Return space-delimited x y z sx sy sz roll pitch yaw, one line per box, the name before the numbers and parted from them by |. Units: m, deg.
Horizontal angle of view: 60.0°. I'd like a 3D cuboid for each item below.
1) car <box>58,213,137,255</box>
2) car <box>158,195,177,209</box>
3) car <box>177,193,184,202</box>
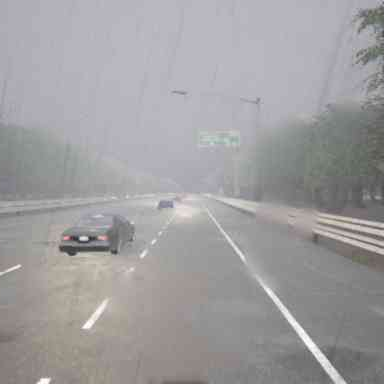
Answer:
car | -3.495 1.548 13.249 2.033 1.411 5.357 0 0 0
car | -3.409 1.459 44.755 1.882 1.535 5.008 0 0 0
car | -3.299 1.455 73.951 1.837 1.490 4.892 0 0 0
